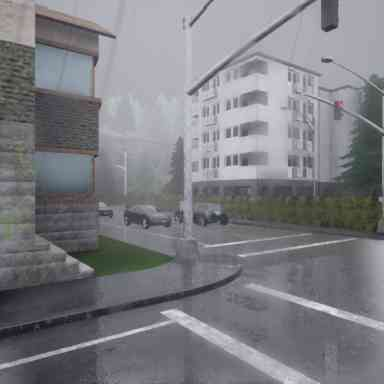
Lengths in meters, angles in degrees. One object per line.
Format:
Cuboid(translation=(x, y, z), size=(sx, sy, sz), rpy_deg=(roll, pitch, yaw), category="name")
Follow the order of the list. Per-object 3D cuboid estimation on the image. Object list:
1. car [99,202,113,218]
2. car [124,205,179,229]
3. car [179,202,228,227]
Cuboid(translation=(-9.216, 1.654, 31.964), size=(1.882, 1.535, 5.008), rpy_deg=(0, 0, -35), category="car")
Cuboid(translation=(-3.220, 1.681, 23.529), size=(1.837, 1.490, 4.892), rpy_deg=(0, 0, -35), category="car")
Cuboid(translation=(0.556, 1.528, 24.561), size=(2.097, 1.767, 4.553), rpy_deg=(0, 0, -35), category="car")
